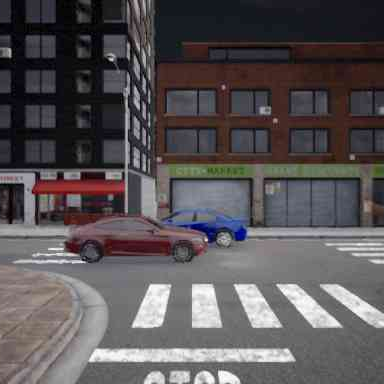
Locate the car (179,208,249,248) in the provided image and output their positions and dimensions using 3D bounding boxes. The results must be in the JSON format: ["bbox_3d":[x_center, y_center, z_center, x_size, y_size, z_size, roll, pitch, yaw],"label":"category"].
[{"bbox_3d":[-0.158,1.462,14.051,5.008,1.535,1.882,0,0,0],"label":"car"}]

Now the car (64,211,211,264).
[{"bbox_3d":[-1.820,1.497,11.113,4.674,1.442,1.812,0,0,0],"label":"car"}]
